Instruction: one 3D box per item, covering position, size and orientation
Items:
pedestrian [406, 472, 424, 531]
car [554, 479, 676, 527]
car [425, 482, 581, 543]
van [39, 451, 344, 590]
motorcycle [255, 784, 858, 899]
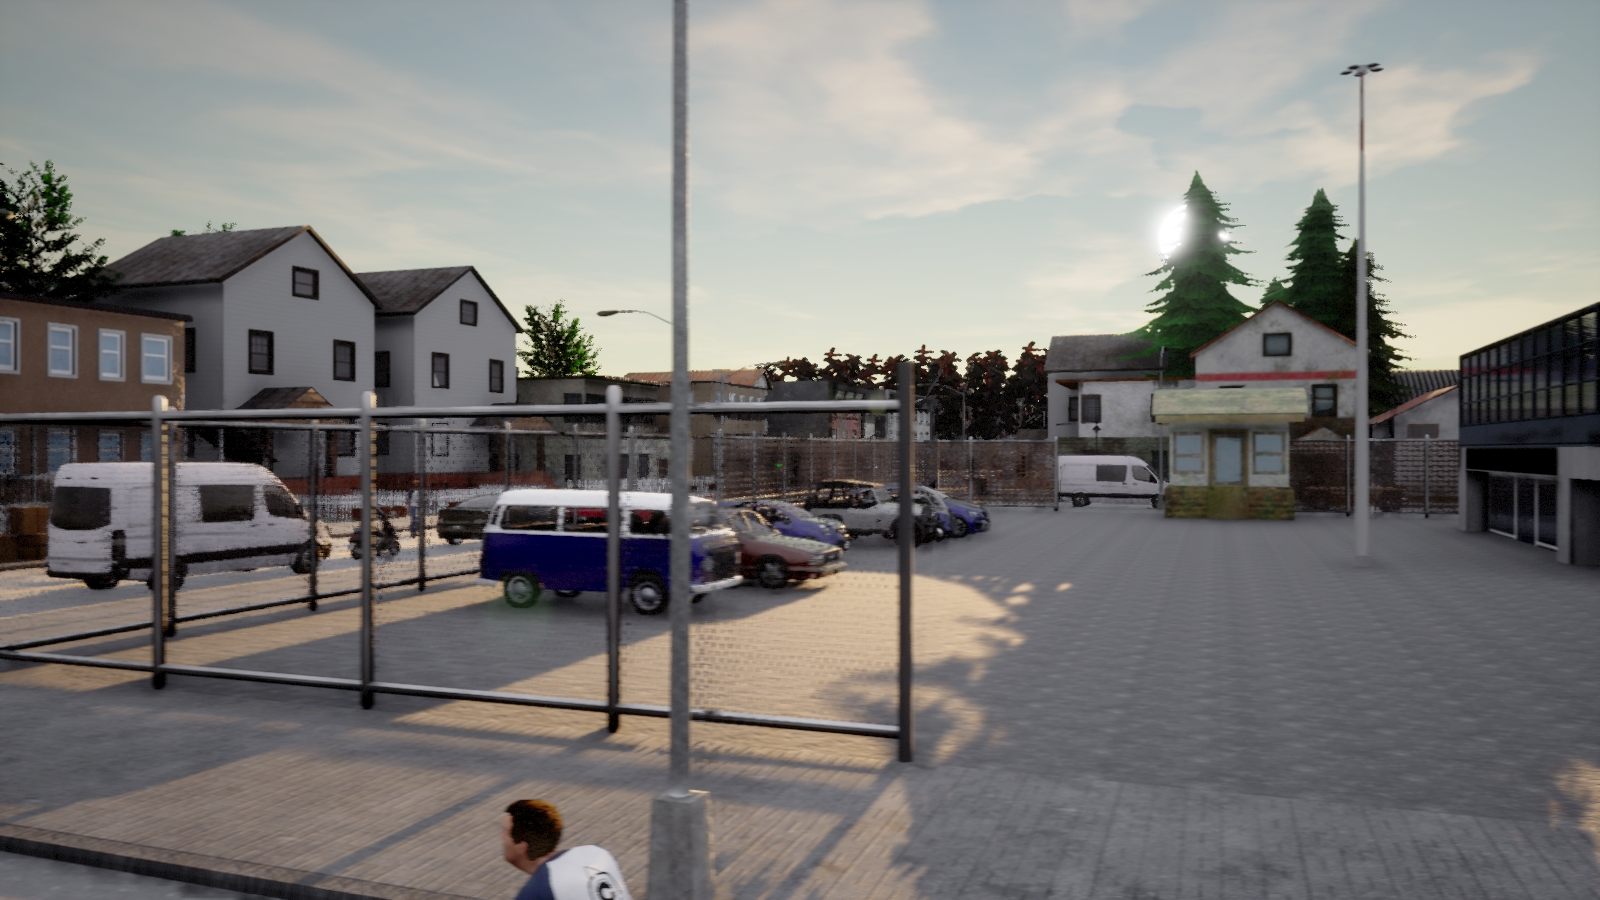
[{"bbox_3d":[-12.281,1.628,36.424,0.375,1.860,0.375,0,0,30],"label":"pedestrian"},{"bbox_3d":[-6.527,1.842,40.997,2.231,1.480,4.892,0,0,20],"label":"car"},{"bbox_3d":[-8.848,1.814,34.596,2.097,1.535,5.006,0,0,20],"label":"car"},{"bbox_3d":[-12.594,1.314,24.270,1.988,2.561,5.915,0,0,20],"label":"van"},{"bbox_3d":[-0.878,1.992,4.170,2.033,1.145,0.803,-1,0,20],"label":"motorcycle"}]
